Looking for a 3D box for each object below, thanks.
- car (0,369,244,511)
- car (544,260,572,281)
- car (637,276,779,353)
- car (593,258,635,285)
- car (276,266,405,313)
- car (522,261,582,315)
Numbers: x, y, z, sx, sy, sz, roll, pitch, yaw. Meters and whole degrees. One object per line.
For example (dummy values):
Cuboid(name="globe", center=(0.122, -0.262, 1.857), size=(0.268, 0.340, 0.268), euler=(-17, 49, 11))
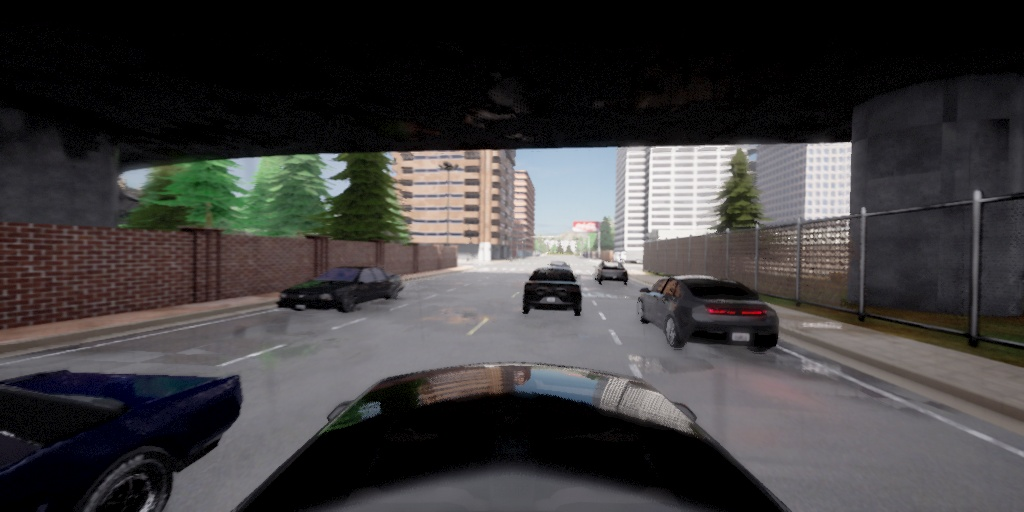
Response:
Cuboid(name="car", center=(-3.462, 1.302, 1.048), size=(1.895, 1.301, 4.718), euler=(1, 1, 2))
Cuboid(name="car", center=(3.619, 1.079, 28.106), size=(1.994, 1.385, 4.181), euler=(1, 1, 9))
Cuboid(name="car", center=(4.484, 1.244, 8.952), size=(1.837, 1.490, 4.892), euler=(1, 0, 7))
Cuboid(name="car", center=(6.656, 1.097, 24.437), size=(2.128, 1.511, 4.902), euler=(1, 1, 8))
Cuboid(name="car", center=(-5.788, 1.077, 13.093), size=(2.033, 1.411, 5.357), euler=(1, 1, 8))
Cuboid(name="car", center=(1.506, 1.125, 13.155), size=(1.882, 1.535, 5.008), euler=(1, 1, 8))
